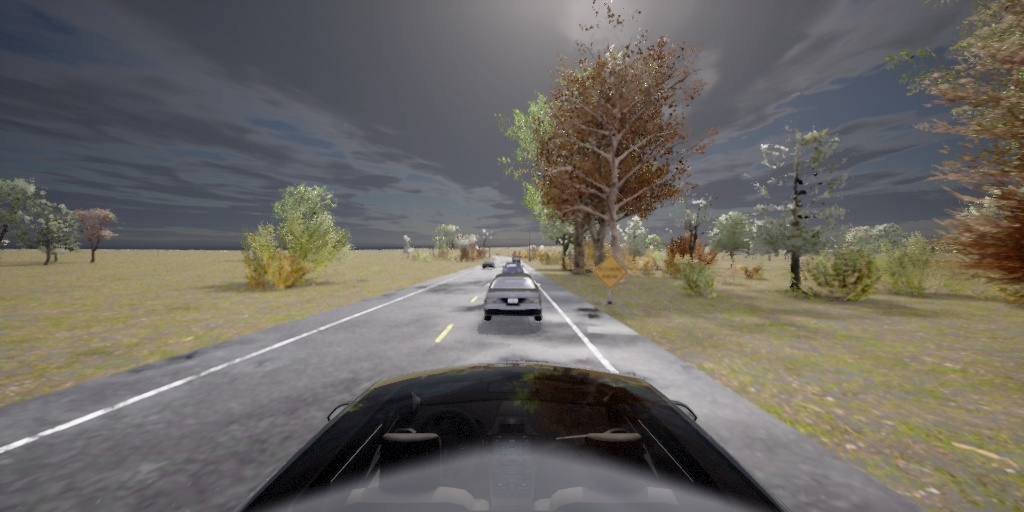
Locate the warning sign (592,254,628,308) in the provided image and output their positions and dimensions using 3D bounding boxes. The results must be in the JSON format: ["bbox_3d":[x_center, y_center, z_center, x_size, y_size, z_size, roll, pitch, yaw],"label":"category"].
[{"bbox_3d":[3.552,0.869,13.119,1.300,1.860,1.060,0,0,0],"label":"warning sign"}]

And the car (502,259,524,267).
[{"bbox_3d":[0.082,1.279,32.192,1.812,1.442,4.674,0,0,0],"label":"car"}]

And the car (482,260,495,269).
[{"bbox_3d":[-3.562,1.325,54.871,1.895,1.301,4.718,0,0,0],"label":"car"}]

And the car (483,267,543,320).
[{"bbox_3d":[0.048,1.301,12.583,2.033,1.411,5.357,0,0,0],"label":"car"}]
